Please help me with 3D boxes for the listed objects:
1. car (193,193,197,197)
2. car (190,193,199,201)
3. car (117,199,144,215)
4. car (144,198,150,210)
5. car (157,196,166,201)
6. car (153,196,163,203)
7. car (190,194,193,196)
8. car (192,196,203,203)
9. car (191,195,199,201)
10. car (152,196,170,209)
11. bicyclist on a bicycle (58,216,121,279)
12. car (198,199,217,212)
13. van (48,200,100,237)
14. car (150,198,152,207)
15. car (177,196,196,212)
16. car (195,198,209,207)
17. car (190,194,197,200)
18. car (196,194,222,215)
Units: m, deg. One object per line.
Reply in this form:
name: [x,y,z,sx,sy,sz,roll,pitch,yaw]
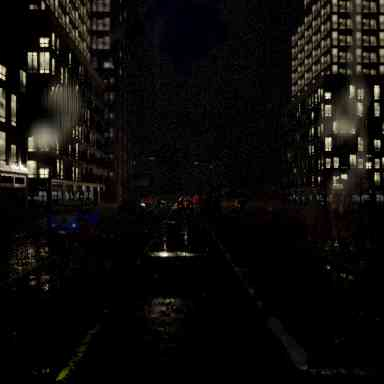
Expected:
car: [1.656,1.316,45.404,2.192,1.841,5.009,0,0,-1]
car: [0.612,1.310,89.705,2.192,1.841,5.009,0,0,-1]
car: [-6.462,1.567,34.129,1.947,1.339,4.313,0,0,-1]
car: [-6.593,1.552,39.667,2.008,1.369,4.403,0,0,-1]
car: [-7.637,1.578,83.970,1.802,1.307,4.206,0,0,-1]
car: [-7.376,1.580,72.894,1.802,1.307,4.206,0,0,-1]
car: [-1.018,1.478,48.659,1.882,1.535,5.008,0,0,-1]
car: [1.133,1.549,67.555,2.008,1.369,4.403,0,0,-1]
car: [0.741,1.562,84.168,1.947,1.339,4.313,0,0,-1]
car: [-4.169,1.506,46.637,1.837,1.490,4.892,0,0,-1]
bicyclist on a bicycle: [-2.672,1.456,8.637,1.656,1.620,0.582,-2,0,-1]
car: [1.785,1.546,39.865,1.887,1.381,4.507,0,0,-1]
van: [-6.069,1.342,17.516,1.690,1.788,3.998,0,0,-1]
car: [-6.853,1.582,50.743,1.802,1.307,4.206,0,0,-1]
car: [-0.772,1.549,38.338,2.033,1.411,5.357,0,0,-1]
car: [1.525,1.566,50.941,1.947,1.339,4.313,0,0,-1]
car: [0.480,1.434,95.243,1.967,1.590,4.097,0,0,-1]
car: [1.917,1.316,34.327,2.192,1.841,5.009,0,0,-1]
